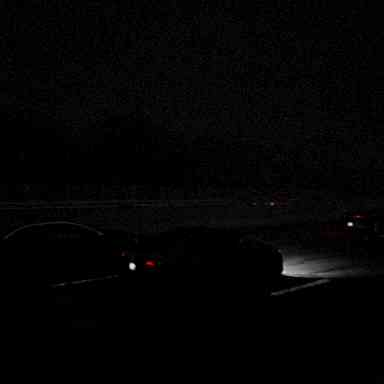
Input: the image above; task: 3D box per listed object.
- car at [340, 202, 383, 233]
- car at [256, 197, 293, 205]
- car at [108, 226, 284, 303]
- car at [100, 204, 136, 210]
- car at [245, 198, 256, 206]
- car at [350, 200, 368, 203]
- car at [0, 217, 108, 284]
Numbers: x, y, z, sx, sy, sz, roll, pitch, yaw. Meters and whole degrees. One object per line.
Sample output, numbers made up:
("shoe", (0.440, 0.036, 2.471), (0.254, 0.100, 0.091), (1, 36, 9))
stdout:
("car", (10.881, 1.573, 20.116), (4.892, 1.490, 1.837), (0, 0, -36))
("car", (10.649, 1.537, 41.677), (4.553, 1.767, 2.097), (1, 0, -35))
("car", (0.354, 1.564, 8.300), (4.181, 1.385, 1.994), (0, 0, -36))
("car", (-5.865, 1.612, 25.606), (4.718, 1.301, 1.895), (0, 0, -36))
("car", (9.234, 1.545, 44.962), (4.553, 1.767, 2.097), (1, 0, -35))
("car", (19.843, 1.744, 39.643), (4.902, 1.511, 2.128), (1, -1, -35))
("car", (-3.835, 1.491, 9.611), (4.902, 1.511, 2.128), (0, 0, -36))
